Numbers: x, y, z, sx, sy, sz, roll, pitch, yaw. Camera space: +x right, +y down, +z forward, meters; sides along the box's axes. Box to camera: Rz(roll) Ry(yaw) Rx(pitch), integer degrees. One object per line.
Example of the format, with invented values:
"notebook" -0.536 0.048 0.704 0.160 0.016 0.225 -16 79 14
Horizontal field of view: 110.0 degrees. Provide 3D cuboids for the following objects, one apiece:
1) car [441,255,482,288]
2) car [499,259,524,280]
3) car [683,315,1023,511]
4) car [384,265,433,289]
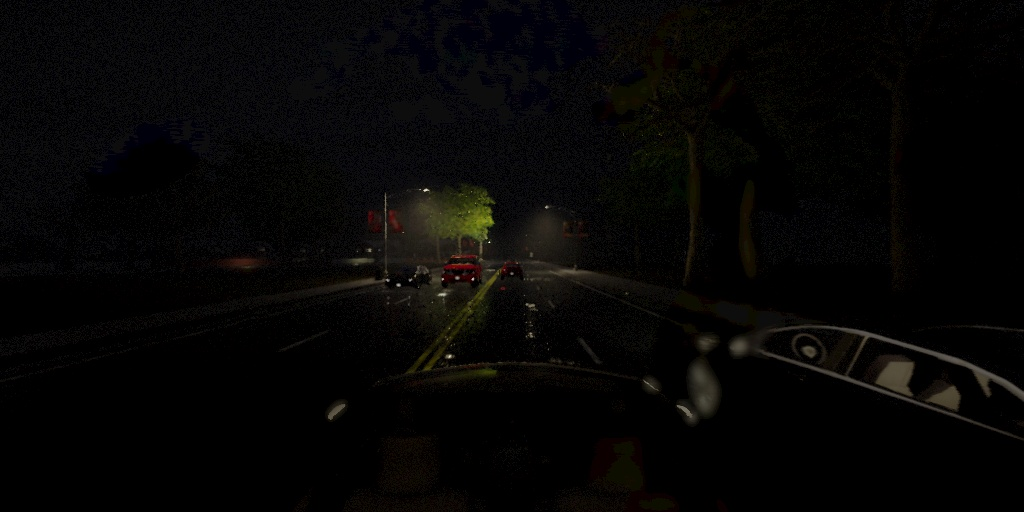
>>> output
"car" -3.255 0.957 24.173 2.150 2.045 5.566 0 0 0
"car" -0.006 1.259 31.481 1.812 1.442 4.674 0 0 0
"car" 3.250 1.242 2.972 2.128 1.511 4.902 0 0 0
"car" -6.512 1.287 23.279 2.033 1.411 5.357 0 0 0
